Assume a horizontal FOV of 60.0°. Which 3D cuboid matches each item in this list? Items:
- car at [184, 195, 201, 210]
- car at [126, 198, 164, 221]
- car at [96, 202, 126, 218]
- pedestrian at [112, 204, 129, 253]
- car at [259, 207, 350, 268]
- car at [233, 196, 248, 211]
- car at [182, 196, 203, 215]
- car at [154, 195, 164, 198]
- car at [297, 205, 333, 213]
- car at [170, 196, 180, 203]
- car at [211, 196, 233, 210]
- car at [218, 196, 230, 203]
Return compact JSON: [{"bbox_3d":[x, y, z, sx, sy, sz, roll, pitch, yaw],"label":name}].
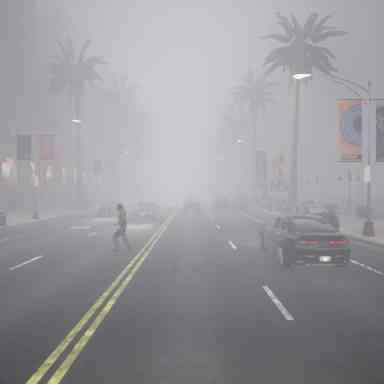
[{"bbox_3d":[-0.014,1.352,44.309,2.097,1.767,4.553,0,0,-1],"label":"car"},{"bbox_3d":[-3.672,1.491,27.109,2.128,1.511,4.902,0,0,0],"label":"car"},{"bbox_3d":[-7.180,1.564,29.993,1.994,1.385,4.181,0,0,0],"label":"car"},{"bbox_3d":[-2.618,1.294,12.173,0.375,1.860,0.375,0,0,0],"label":"pedestrian"},{"bbox_3d":[3.561,1.507,11.303,1.837,1.490,4.892,0,1,0],"label":"car"},{"bbox_3d":[6.470,1.354,47.979,2.185,1.767,4.553,0,0,0],"label":"car"},{"bbox_3d":[0.007,1.505,34.311,1.837,1.490,4.892,0,0,0],"label":"car"},{"bbox_3d":[-6.963,1.500,71.024,1.837,1.490,4.892,0,0,0],"label":"car"},{"bbox_3d":[6.538,1.481,18.604,2.231,1.521,4.892,0,0,0],"label":"car"},{"bbox_3d":[-3.494,1.510,68.114,2.128,1.511,4.902,0,0,1],"label":"car"},{"bbox_3d":[3.489,1.352,41.970,2.097,1.767,4.553,0,0,0],"label":"car"},{"bbox_3d":[6.719,1.513,69.909,2.161,1.482,4.786,0,0,0],"label":"car"}]
